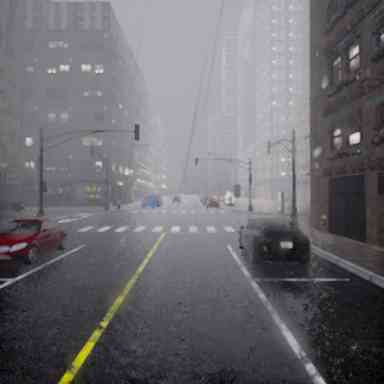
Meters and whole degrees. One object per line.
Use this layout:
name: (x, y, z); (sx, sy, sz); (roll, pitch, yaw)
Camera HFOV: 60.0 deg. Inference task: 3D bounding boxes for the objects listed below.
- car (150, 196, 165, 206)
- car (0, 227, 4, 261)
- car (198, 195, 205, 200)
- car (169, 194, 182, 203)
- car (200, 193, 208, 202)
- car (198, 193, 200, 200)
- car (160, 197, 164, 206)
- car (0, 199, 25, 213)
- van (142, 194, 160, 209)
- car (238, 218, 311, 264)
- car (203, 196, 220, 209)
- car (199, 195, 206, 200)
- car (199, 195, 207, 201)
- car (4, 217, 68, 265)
car: (-5.660, 1.474, 55.035); (1.887, 1.381, 4.507); (0, 0, 0)
car: (-5.680, 1.556, 6.061); (1.947, 1.339, 4.313); (0, 0, 0)
car: (2.736, 1.486, 93.723); (1.802, 1.307, 4.206); (0, 0, 0)
car: (-2.972, 1.425, 65.298); (1.837, 1.490, 4.892); (0, 1, 0)
car: (2.721, 1.369, 55.030); (1.967, 1.590, 4.097); (0, 0, 0)
car: (2.728, 1.354, 71.613); (1.967, 1.590, 4.097); (0, 0, 0)
car: (-5.661, 1.250, 49.506); (2.192, 1.841, 5.009); (0, 0, 0)
car: (-18.770, 1.302, 32.825); (4.313, 1.339, 1.947); (1, -1, 0)
van: (-5.663, 1.281, 43.979); (1.690, 1.788, 3.998); (0, 0, 0)
car: (2.703, 1.547, 11.569); (1.947, 1.339, 4.313); (0, 0, 0)
car: (2.716, 1.522, 43.974); (1.802, 1.307, 4.206); (0, 0, 0)
car: (2.734, 1.451, 88.196); (1.887, 1.381, 4.507); (0, 0, 0)
car: (2.731, 1.459, 82.668); (2.008, 1.369, 4.403); (0, 0, 0)
car: (-5.678, 1.563, 11.584); (1.802, 1.307, 4.206); (0, 0, 0)
